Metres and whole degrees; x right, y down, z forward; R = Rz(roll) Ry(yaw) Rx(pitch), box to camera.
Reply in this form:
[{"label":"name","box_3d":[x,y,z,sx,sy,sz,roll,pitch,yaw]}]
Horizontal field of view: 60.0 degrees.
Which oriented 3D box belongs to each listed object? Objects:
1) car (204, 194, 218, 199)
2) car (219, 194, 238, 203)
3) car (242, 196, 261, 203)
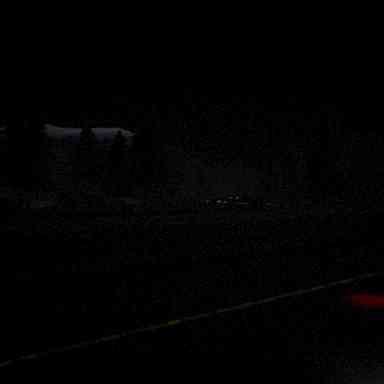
[{"label":"car","box_3d":[4.805,1.414,84.005,2.128,1.511,4.902,0,0,-8]},{"label":"car","box_3d":[7.917,1.276,68.928,2.097,1.767,4.553,0,0,-18]},{"label":"car","box_3d":[11.974,1.477,67.563,2.033,1.411,5.357,0,0,-18]}]
